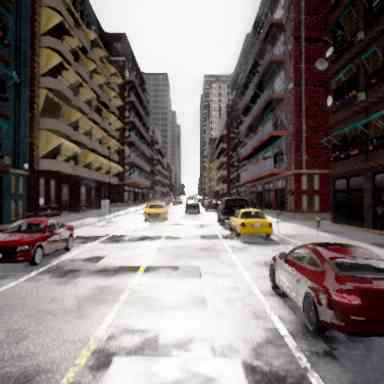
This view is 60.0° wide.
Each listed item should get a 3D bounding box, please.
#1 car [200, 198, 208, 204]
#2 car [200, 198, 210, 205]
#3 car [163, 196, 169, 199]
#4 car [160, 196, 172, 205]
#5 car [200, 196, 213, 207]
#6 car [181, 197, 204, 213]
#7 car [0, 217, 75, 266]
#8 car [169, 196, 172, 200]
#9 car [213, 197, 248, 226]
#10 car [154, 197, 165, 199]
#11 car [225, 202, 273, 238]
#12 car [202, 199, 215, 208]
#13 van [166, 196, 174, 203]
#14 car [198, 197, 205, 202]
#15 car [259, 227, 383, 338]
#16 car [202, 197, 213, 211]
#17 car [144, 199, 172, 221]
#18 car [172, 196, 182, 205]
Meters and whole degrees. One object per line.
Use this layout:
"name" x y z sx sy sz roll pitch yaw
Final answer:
"car" 2.731 2.088 78.713 1.752 1.417 4.829 1 0 0
"car" 2.728 2.074 73.002 2.008 1.369 4.403 1 0 0
"car" -5.653 1.722 56.333 2.192 1.841 5.009 1 0 0
"car" -5.648 1.837 72.954 2.192 1.841 5.009 1 0 0
"car" 2.729 1.761 61.923 2.192 1.841 5.009 1 0 0
"car" 0.081 1.799 42.573 2.128 1.511 4.902 0 -1 0
"car" -5.673 1.635 12.008 1.887 1.381 4.507 1 0 0
"car" -5.654 2.008 67.243 1.752 1.417 4.829 1 0 0
"car" 3.115 1.417 25.501 2.150 2.045 5.566 0 0 0
"car" -5.660 1.919 50.791 2.008 1.369 4.403 1 0 0
"car" 3.156 1.596 18.658 1.801 1.575 5.366 0 0 0
"car" 2.723 1.953 56.382 1.887 1.381 4.507 1 0 0
"van" -5.645 1.939 84.034 1.690 1.788 3.998 1 0 0
"car" 2.736 2.219 95.163 1.887 1.381 4.507 1 0 0
"car" 2.705 1.632 6.516 1.802 1.307 4.206 1 0 0
"car" 2.721 1.771 45.301 1.967 1.590 4.097 1 0 0
"car" -3.086 1.694 29.548 1.882 1.535 5.008 0 0 0
"car" -2.978 1.808 70.170 2.097 1.767 4.553 0 0 0
